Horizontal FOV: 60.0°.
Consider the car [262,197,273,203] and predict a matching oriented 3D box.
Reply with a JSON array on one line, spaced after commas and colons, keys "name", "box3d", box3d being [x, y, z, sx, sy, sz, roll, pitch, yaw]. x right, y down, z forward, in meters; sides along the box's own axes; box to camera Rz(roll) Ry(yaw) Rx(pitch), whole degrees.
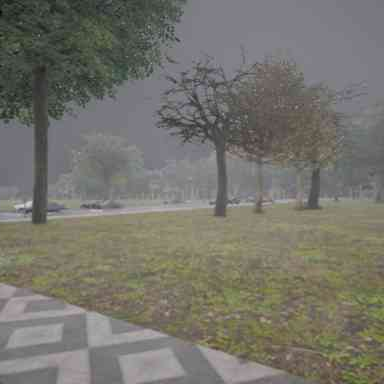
[{"name": "car", "box3d": [17.618, 1.859, 78.628, 1.994, 1.385, 4.181, -1, -1, 35]}]

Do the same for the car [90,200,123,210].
[{"name": "car", "box3d": [-12.042, 1.877, 48.234, 1.994, 1.385, 4.181, -1, -1, 35]}]

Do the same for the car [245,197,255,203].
[{"name": "car", "box3d": [14.365, 1.882, 79.660, 1.812, 1.442, 4.674, -1, -1, 35]}]

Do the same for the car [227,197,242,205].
[{"name": "car", "box3d": [7.913, 1.761, 64.783, 1.837, 1.490, 4.892, -1, -1, 35]}]

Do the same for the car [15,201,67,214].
[{"name": "car", "box3d": [-17.842, 1.846, 40.072, 2.033, 1.411, 5.357, -1, -1, 35]}]

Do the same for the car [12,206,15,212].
[{"name": "car", "box3d": [-20.294, 1.880, 42.238, 1.812, 1.442, 4.674, -1, -1, 35]}]

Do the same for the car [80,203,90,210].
[{"name": "car", "box3d": [-14.509, 1.969, 50.364, 1.895, 1.301, 4.718, -1, -1, 35]}]

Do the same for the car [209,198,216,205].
[{"name": "car", "box3d": [5.255, 1.875, 66.655, 1.994, 1.385, 4.181, -1, -1, 35]}]
